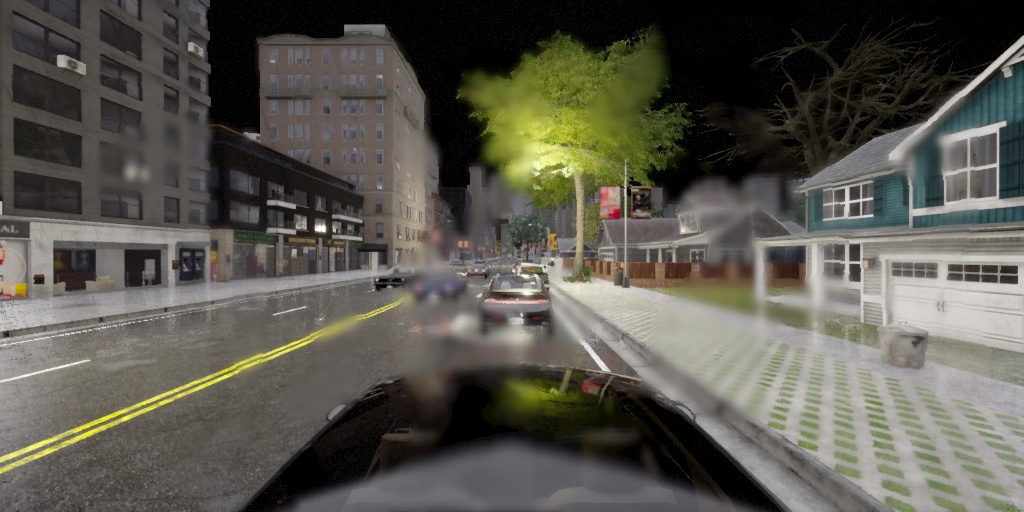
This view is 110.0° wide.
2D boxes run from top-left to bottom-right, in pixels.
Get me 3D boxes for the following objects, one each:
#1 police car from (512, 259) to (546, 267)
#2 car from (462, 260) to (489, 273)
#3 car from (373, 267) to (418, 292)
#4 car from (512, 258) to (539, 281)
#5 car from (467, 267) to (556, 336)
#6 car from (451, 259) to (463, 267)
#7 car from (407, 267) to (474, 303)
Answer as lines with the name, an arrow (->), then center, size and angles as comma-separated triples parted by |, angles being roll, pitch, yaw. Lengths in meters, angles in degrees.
police car -> 1.053, 1.165, 20.597 | 1.930, 1.638, 5.238 | 0, 0, 0
car -> -3.014, 1.275, 33.028 | 2.033, 1.411, 5.357 | 0, 0, 0
car -> -6.518, 1.340, 21.361 | 1.895, 1.301, 4.718 | 0, 0, 0
car -> 1.094, 1.082, 30.457 | 2.097, 1.767, 4.553 | 0, 0, 0
car -> 0.134, 1.239, 10.348 | 2.128, 1.511, 4.902 | 0, 0, 0
car -> -9.533, 1.263, 63.875 | 1.994, 1.385, 4.181 | 0, 0, 1
car -> -3.089, 1.344, 16.507 | 1.895, 1.301, 4.718 | 0, 0, 0
